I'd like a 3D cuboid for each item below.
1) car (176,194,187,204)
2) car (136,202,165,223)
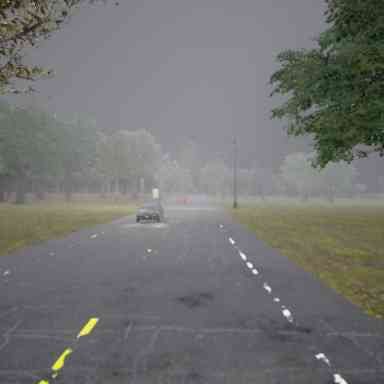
[{"bbox_3d":[-2.245,1.442,71.284,2.150,2.045,5.566,0,0,1],"label":"car"},{"bbox_3d":[-3.281,1.608,26.781,1.837,1.490,4.892,0,-1,1],"label":"car"}]
